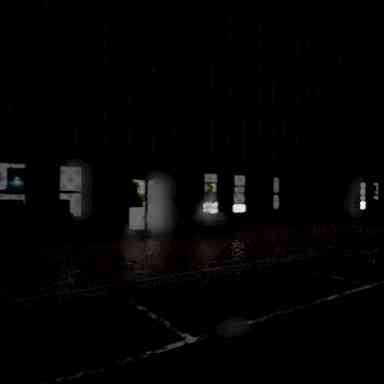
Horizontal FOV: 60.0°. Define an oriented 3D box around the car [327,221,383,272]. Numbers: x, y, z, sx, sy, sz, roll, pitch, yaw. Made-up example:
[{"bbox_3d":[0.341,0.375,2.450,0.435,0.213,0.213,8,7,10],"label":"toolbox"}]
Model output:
[{"bbox_3d":[6.259,1.666,11.034,4.403,1.369,2.008,1,0,-36],"label":"car"}]
